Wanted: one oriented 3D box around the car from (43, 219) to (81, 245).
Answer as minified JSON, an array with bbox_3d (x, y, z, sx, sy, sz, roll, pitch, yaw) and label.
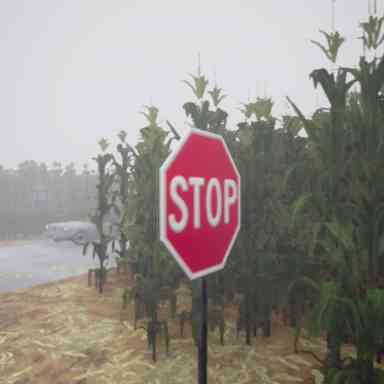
[{"bbox_3d":[-4.527,1.632,15.939,1.895,1.301,4.718,0,0,37],"label":"car"}]
